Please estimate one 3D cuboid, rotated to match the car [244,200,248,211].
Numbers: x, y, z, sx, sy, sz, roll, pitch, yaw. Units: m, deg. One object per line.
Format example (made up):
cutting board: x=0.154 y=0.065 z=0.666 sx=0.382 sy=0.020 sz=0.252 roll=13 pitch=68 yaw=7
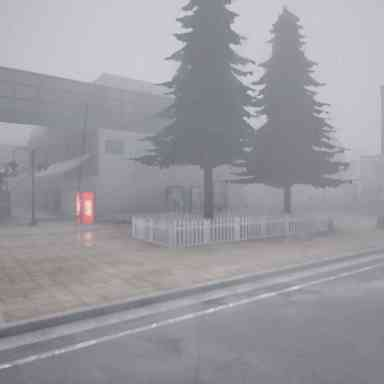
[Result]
car: x=4.067 y=1.128 z=38.785 sx=2.150 sy=2.045 sz=5.566 roll=0 pitch=0 yaw=-34
